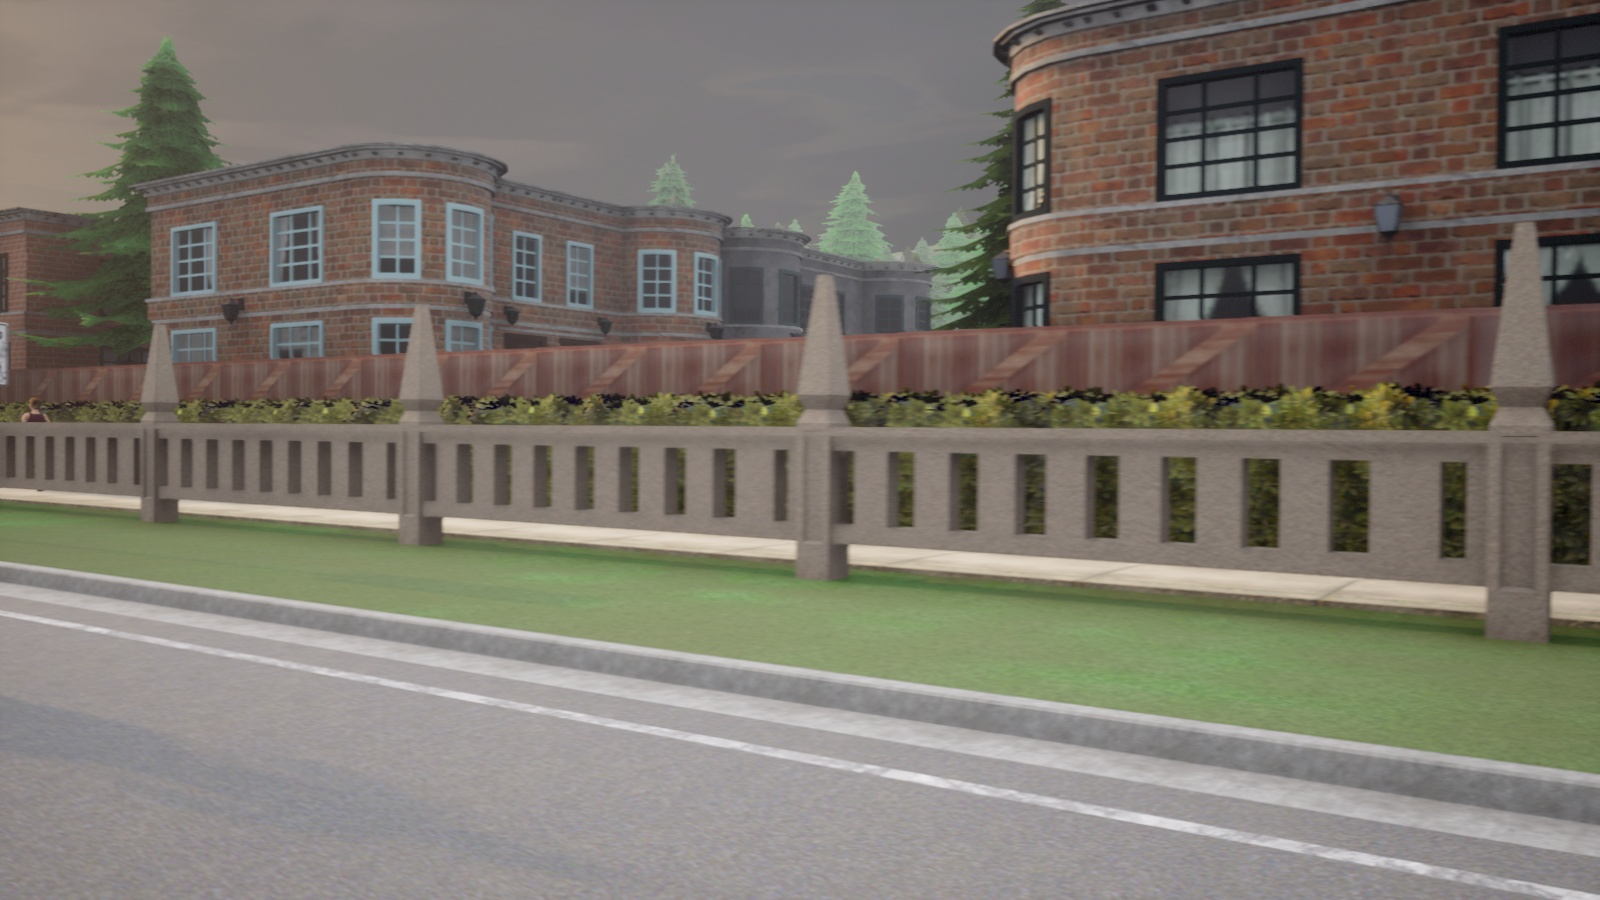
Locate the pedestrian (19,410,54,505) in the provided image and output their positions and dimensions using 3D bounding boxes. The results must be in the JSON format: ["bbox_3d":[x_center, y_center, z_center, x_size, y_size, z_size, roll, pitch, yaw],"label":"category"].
[{"bbox_3d":[-14.906,0.141,24.522,0.594,1.836,0.345,0,1,34],"label":"pedestrian"}]
